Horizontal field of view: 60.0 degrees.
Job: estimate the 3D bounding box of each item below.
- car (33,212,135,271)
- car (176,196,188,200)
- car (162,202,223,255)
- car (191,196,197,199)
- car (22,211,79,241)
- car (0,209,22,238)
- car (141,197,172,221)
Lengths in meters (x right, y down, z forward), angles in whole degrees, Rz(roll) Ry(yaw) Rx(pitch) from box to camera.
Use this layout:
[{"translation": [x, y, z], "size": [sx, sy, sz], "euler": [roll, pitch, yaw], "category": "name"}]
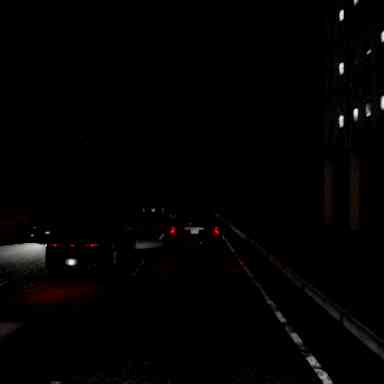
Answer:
[{"translation": [-3.154, 1.587, 11.133], "size": [1.837, 1.490, 4.892], "euler": [0, 0, 0], "category": "car"}, {"translation": [-2.694, 1.846, 95.372], "size": [2.097, 1.767, 4.553], "euler": [0, 0, 1], "category": "car"}, {"translation": [0.101, 1.451, 13.937], "size": [2.097, 1.767, 4.553], "euler": [0, -1, 0], "category": "car"}, {"translation": [0.549, 1.980, 94.960], "size": [1.837, 1.490, 4.892], "euler": [0, 0, 1], "category": "car"}, {"translation": [-6.587, 1.686, 17.173], "size": [1.994, 1.385, 4.181], "euler": [0, 0, 0], "category": "car"}, {"translation": [-9.838, 1.593, 16.178], "size": [1.882, 1.535, 5.008], "euler": [0, 0, 0], "category": "car"}, {"translation": [-3.140, 1.552, 29.105], "size": [2.097, 1.767, 4.553], "euler": [0, 0, 0], "category": "car"}]
